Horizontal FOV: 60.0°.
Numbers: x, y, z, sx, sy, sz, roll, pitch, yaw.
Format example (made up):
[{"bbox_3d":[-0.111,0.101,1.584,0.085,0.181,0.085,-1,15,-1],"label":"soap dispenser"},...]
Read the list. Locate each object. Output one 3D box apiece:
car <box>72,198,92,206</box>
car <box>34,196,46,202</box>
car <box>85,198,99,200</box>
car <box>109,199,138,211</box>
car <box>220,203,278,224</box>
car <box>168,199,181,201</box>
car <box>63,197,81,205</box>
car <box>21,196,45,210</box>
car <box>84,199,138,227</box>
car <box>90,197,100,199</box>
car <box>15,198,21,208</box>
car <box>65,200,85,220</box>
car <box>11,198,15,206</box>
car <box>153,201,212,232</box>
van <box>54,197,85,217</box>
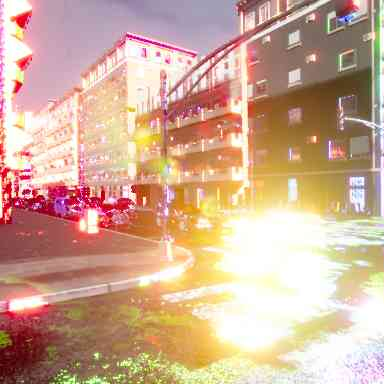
[{"bbox_3d":[-18.508,1.643,55.776,1.947,1.339,4.313,-1,1,-36],"label":"car"},{"bbox_3d":[-37.916,1.728,82.719,1.887,1.381,4.507,-1,1,-36],"label":"car"},{"bbox_3d":[-12.626,1.661,37.719,2.033,1.411,5.357,-1,0,-36],"label":"car"},{"bbox_3d":[-8.803,1.581,42.304,2.008,1.369,4.403,-1,1,-36],"label":"car"},{"bbox_3d":[4.036,1.498,24.480,1.752,1.417,4.829,-1,1,-36],"label":"car"},{"bbox_3d":[-2.335,1.441,33.322,1.967,1.590,4.097,-1,1,-36],"label":"car"},{"bbox_3d":[-21.742,1.645,60.266,2.008,1.369,4.403,-1,1,-36],"label":"car"},{"bbox_3d":[-22.074,1.628,46.387,1.967,1.590,4.097,-1,1,-36],"label":"car"},{"bbox_3d":[-5.900,1.553,23.935,1.967,1.590,4.097,-1,1,-36],"label":"car"},{"bbox_3d":[-15.275,1.502,51.284,1.967,1.590,4.097,-1,1,-36],"label":"car"},{"bbox_3d":[-25.307,1.769,50.878,1.947,1.339,4.313,-1,1,-36],"label":"car"},{"bbox_3d":[-9.034,1.652,28.288,1.752,1.417,4.829,-1,1,-36],"label":"car"},{"bbox_3d":[-31.776,1.782,59.860,1.887,1.381,4.507,-1,1,-36],"label":"car"},{"bbox_3d":[-0.649,1.564,21.126,1.837,1.490,4.892,-1,0,-34],"label":"car"},{"bbox_3d":[-12.371,1.483,32.914,1.690,1.788,3.998,-1,1,-36],"label":"van"}]
